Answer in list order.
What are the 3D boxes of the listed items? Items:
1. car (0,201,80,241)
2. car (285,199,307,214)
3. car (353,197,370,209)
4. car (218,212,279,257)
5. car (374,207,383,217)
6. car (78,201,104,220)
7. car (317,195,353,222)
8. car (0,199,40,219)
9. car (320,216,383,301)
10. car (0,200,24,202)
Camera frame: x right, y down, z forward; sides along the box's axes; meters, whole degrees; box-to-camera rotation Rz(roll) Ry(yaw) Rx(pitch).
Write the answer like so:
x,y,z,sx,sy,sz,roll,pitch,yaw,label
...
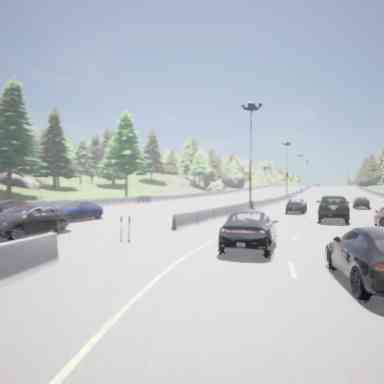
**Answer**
x,y,z,sx,sy,sz,roll,pitch,yaw,label
-8.011,1.398,16.115,2.128,1.511,4.902,1,0,17,car
11.045,1.439,35.196,2.128,1.511,4.902,1,1,22,car
22.011,1.387,43.376,1.837,1.490,4.892,1,1,23,car
2.318,1.523,13.181,2.128,1.511,4.902,0,0,17,car
12.832,1.633,21.228,1.812,1.442,4.674,1,1,22,car
-8.503,1.413,24.910,1.812,1.442,4.674,1,0,23,car
11.049,1.273,26.062,2.150,2.045,5.566,1,1,22,car
-15.063,1.336,27.349,1.812,1.442,4.674,1,0,22,car
4.610,1.583,8.136,1.812,1.442,4.674,1,0,11,car
-11.349,1.357,17.172,2.128,1.511,4.902,1,0,17,car
